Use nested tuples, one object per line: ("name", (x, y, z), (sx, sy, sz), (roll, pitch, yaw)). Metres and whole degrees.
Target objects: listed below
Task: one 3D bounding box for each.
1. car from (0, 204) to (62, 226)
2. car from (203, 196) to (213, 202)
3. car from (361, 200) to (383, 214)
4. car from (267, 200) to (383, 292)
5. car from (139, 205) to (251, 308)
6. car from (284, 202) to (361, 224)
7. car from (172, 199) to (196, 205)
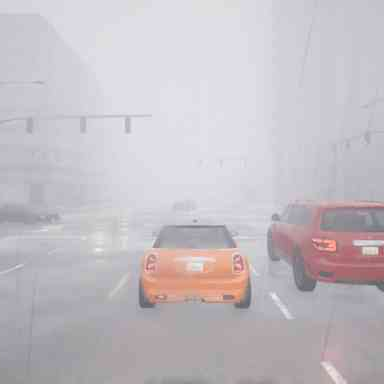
("car", (-11.884, 1.548, 23.542), (5.357, 1.411, 2.033), (0, 0, 22))
("car", (3.617, 1.524, 74.412), (1.812, 1.442, 4.674), (0, 0, 0))
("car", (20.510, 1.564, 35.231), (4.181, 1.385, 1.994), (0, 0, 1))
("car", (3.548, 1.221, 9.082), (2.150, 2.045, 5.566), (0, 0, 2))
("car", (0.070, 1.352, 8.060), (2.097, 1.767, 4.553), (0, 0, 1))
("car", (9.540, 1.491, 24.658), (4.902, 1.511, 2.128), (0, 0, 1))
("car", (-0.852, 1.526, 38.880), (1.812, 1.442, 4.674), (1, 0, 19))
